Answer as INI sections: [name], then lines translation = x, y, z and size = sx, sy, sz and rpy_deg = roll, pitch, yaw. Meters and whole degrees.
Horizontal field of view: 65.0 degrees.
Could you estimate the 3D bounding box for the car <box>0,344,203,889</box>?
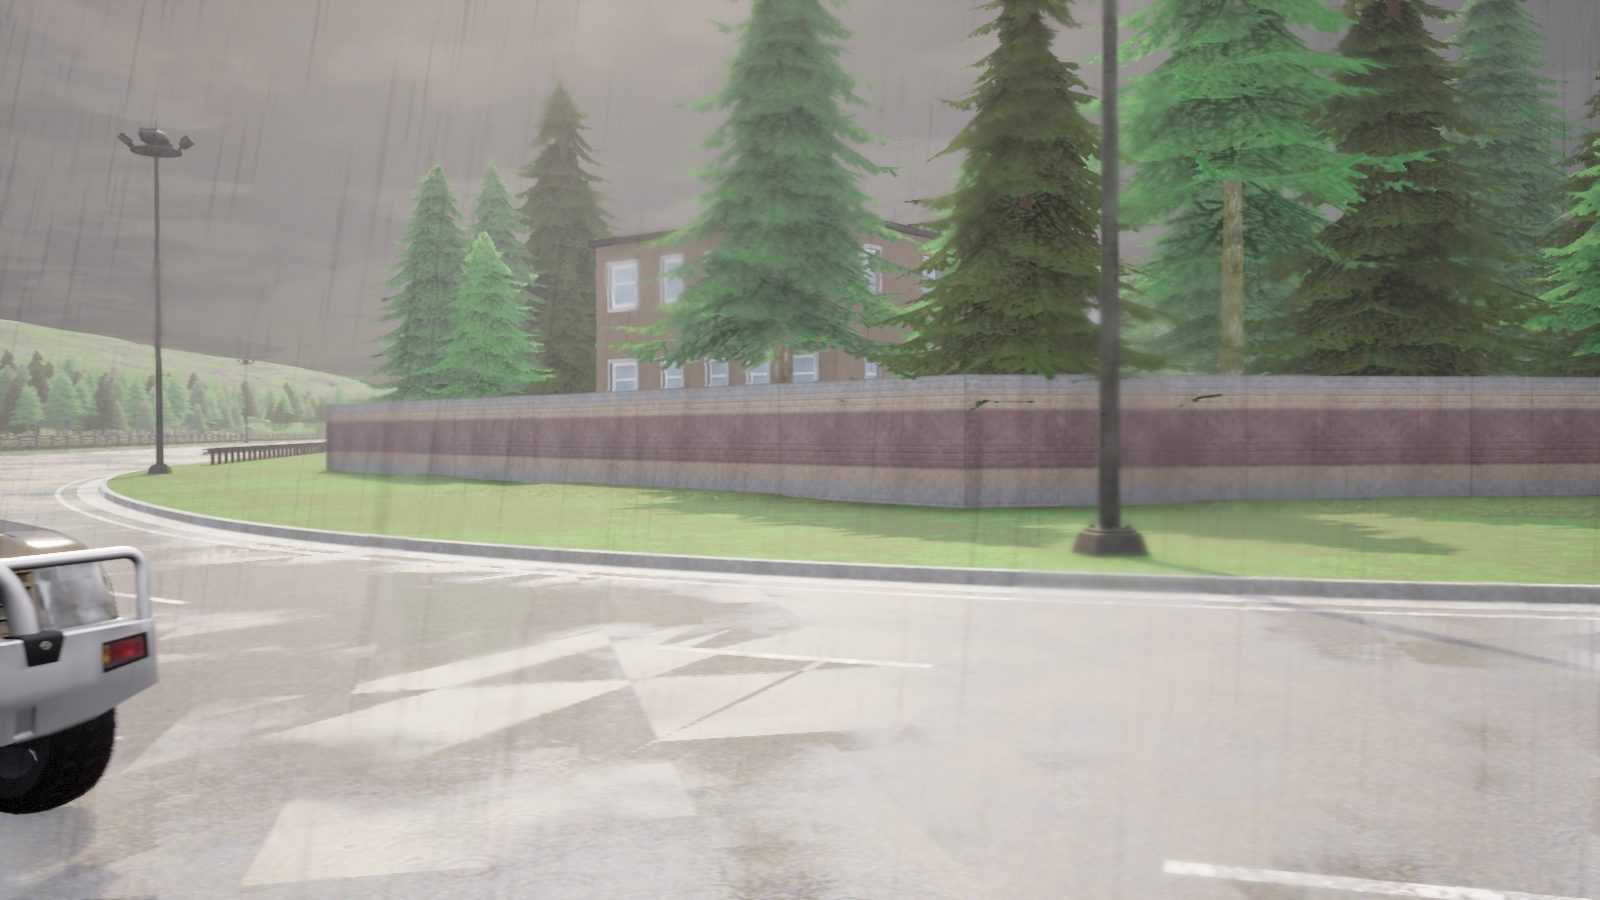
[car]
translation = -4.850, 0.546, 5.157
size = 4.605, 1.855, 1.932
rpy_deg = 1, 1, 27
